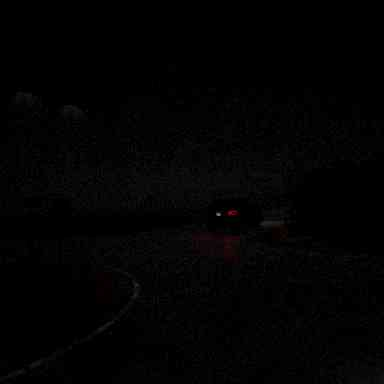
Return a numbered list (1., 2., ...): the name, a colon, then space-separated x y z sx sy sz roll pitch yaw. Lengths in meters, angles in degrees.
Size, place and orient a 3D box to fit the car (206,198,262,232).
1. car: 2.878 1.418 22.027 2.150 2.045 5.566 -2 -1 29
